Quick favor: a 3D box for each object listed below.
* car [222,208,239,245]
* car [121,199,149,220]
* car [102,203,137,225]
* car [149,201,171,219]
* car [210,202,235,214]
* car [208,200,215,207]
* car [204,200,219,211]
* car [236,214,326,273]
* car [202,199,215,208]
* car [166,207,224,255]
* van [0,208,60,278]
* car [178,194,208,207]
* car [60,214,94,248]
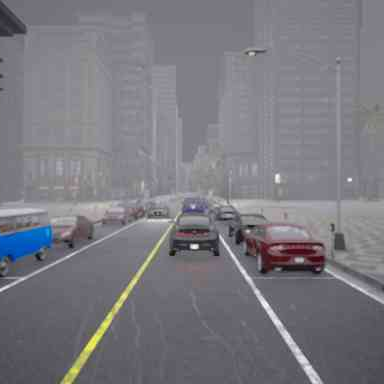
[{"bbox_3d":[2.764,1.700,16.187,1.947,1.339,4.313,0,0,0],"label":"car"},{"bbox_3d":[-5.759,1.570,31.330,2.192,1.841,5.009,0,0,0],"label":"car"},{"bbox_3d":[-5.760,1.795,26.027,1.802,1.307,4.206,0,0,0],"label":"car"},{"bbox_3d":[-3.096,1.824,32.149,1.994,1.385,4.181,0,0,0],"label":"car"},{"bbox_3d":[2.765,1.787,26.986,1.947,1.339,4.313,0,0,0],"label":"car"},{"bbox_3d":[2.767,1.882,37.785,1.802,1.307,4.206,0,0,0],"label":"car"},{"bbox_3d":[2.768,1.932,48.586,1.947,1.339,4.313,0,0,0],"label":"car"},{"bbox_3d":[2.764,1.634,10.788,1.887,1.381,4.507,0,0,0],"label":"car"},{"bbox_3d":[2.769,1.970,55.952,1.947,1.339,4.313,0,0,0],"label":"car"},{"bbox_3d":[0.093,1.621,13.801,1.837,1.490,4.892,0,0,0],"label":"car"},{"bbox_3d":[-5.760,1.425,10.127,1.690,1.788,3.998,0,0,0],"label":"van"},{"bbox_3d":[0.101,1.483,32.290,2.150,2.045,5.566,0,0,0],"label":"car"},{"bbox_3d":[-5.760,1.709,15.425,1.802,1.307,4.206,0,0,0],"label":"car"}]
